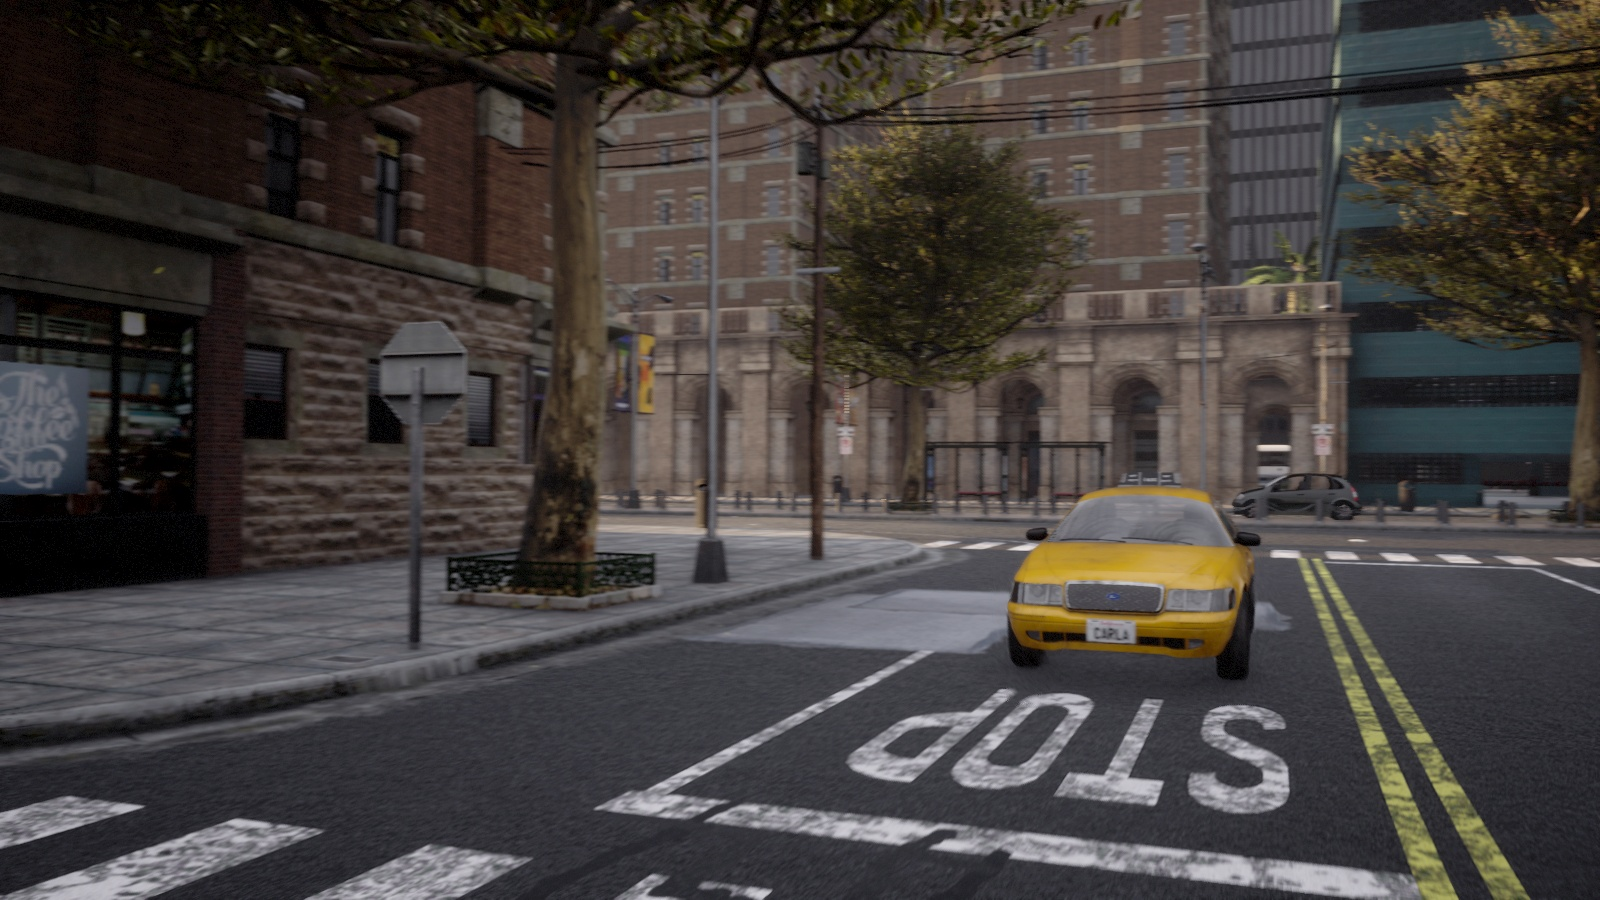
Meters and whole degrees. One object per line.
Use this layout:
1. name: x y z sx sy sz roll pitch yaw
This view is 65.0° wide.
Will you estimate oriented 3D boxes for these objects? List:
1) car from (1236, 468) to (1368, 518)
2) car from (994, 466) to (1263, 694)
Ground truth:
1. car: 16.614 1.406 41.755 3.988 1.617 1.851 0 -1 19
2. car: 3.249 0.947 11.519 1.801 1.575 5.366 0 -1 21
